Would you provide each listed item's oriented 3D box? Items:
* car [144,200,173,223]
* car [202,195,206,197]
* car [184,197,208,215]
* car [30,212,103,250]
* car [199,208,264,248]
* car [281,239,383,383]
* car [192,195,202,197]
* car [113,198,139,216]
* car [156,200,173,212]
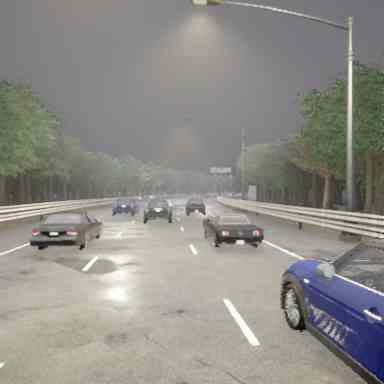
[{"bbox_3d":[-2.623,1.388,26.318,2.097,1.767,4.553,0,0,-4],"label":"car"},{"bbox_3d":[2.056,1.644,93.835,1.994,1.385,4.181,0,0,6],"label":"car"},{"bbox_3d":[0.330,1.555,34.122,1.837,1.490,4.892,0,0,-3],"label":"car"},{"bbox_3d":[-5.225,1.559,14.507,2.033,1.411,5.357,0,0,-5],"label":"car"},{"bbox_3d":[1.646,1.630,14.962,1.895,1.301,4.718,0,0,-5],"label":"car"},{"bbox_3d":[2.823,1.365,4.160,2.097,1.767,4.553,0,0,-7],"label":"car"},{"bbox_3d":[0.614,1.614,76.258,2.128,1.511,4.902,0,0,3],"label":"car"},{"bbox_3d":[-6.514,1.384,33.250,2.097,1.767,4.553,0,0,-3],"label":"car"},{"bbox_3d":[-3.317,1.649,41.128,1.895,1.301,4.718,0,0,-2],"label":"car"}]
